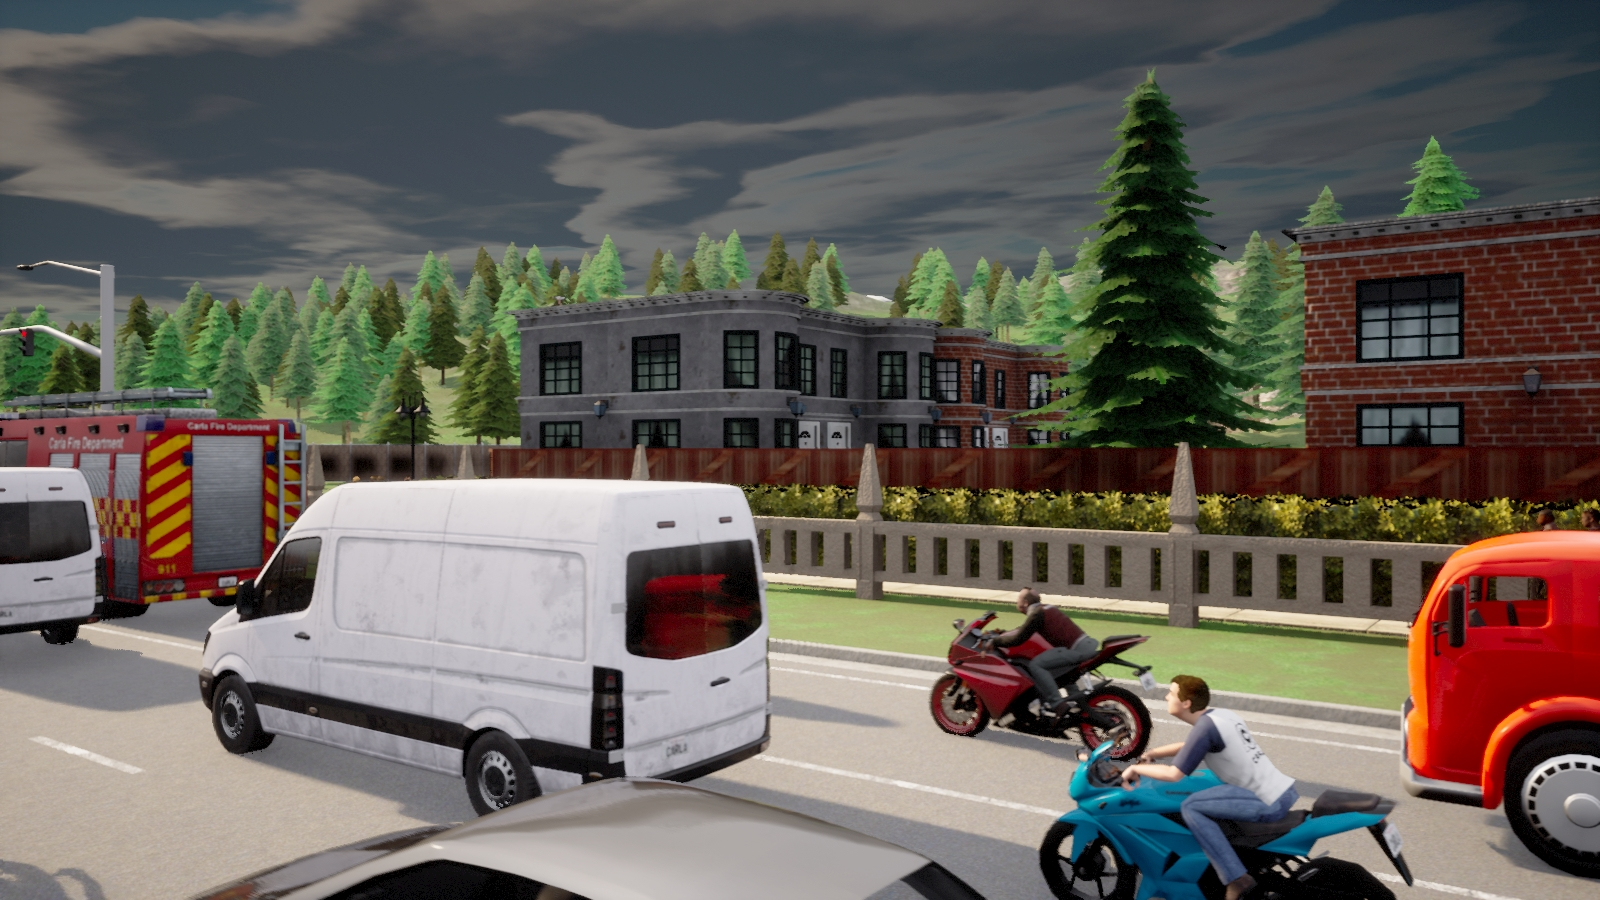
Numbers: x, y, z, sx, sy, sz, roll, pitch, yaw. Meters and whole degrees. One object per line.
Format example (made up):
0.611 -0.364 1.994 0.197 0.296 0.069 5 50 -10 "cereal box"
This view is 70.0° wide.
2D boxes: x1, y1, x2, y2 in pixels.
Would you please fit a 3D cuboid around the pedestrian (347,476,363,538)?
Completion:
-13.480 1.711 34.607 0.375 1.860 0.375 0 0 -6 "pedestrian"

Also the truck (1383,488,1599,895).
6.918 1.568 7.495 5.204 2.467 2.627 0 0 35 "truck"

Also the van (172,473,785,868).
-3.116 1.540 10.235 5.915 2.561 1.988 0 0 35 "van"

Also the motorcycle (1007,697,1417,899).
2.282 2.187 6.459 2.033 1.199 0.803 -1 0 35 "motorcycle"

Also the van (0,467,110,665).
-12.690 1.543 16.943 5.915 2.561 1.988 0 0 35 "van"

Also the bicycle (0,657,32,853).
-6.305 2.163 8.188 1.487 1.277 0.859 0 0 35 "bicycle"

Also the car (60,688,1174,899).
-0.934 2.068 4.440 4.193 1.474 1.816 0 0 35 "car"

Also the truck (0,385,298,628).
-13.247 0.901 21.604 8.468 3.827 2.891 0 0 35 "truck"

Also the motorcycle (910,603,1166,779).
2.219 2.208 10.816 2.209 1.251 0.867 0 0 35 "motorcycle"

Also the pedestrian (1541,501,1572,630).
11.229 1.699 16.952 0.375 1.860 0.375 0 0 35 "pedestrian"
